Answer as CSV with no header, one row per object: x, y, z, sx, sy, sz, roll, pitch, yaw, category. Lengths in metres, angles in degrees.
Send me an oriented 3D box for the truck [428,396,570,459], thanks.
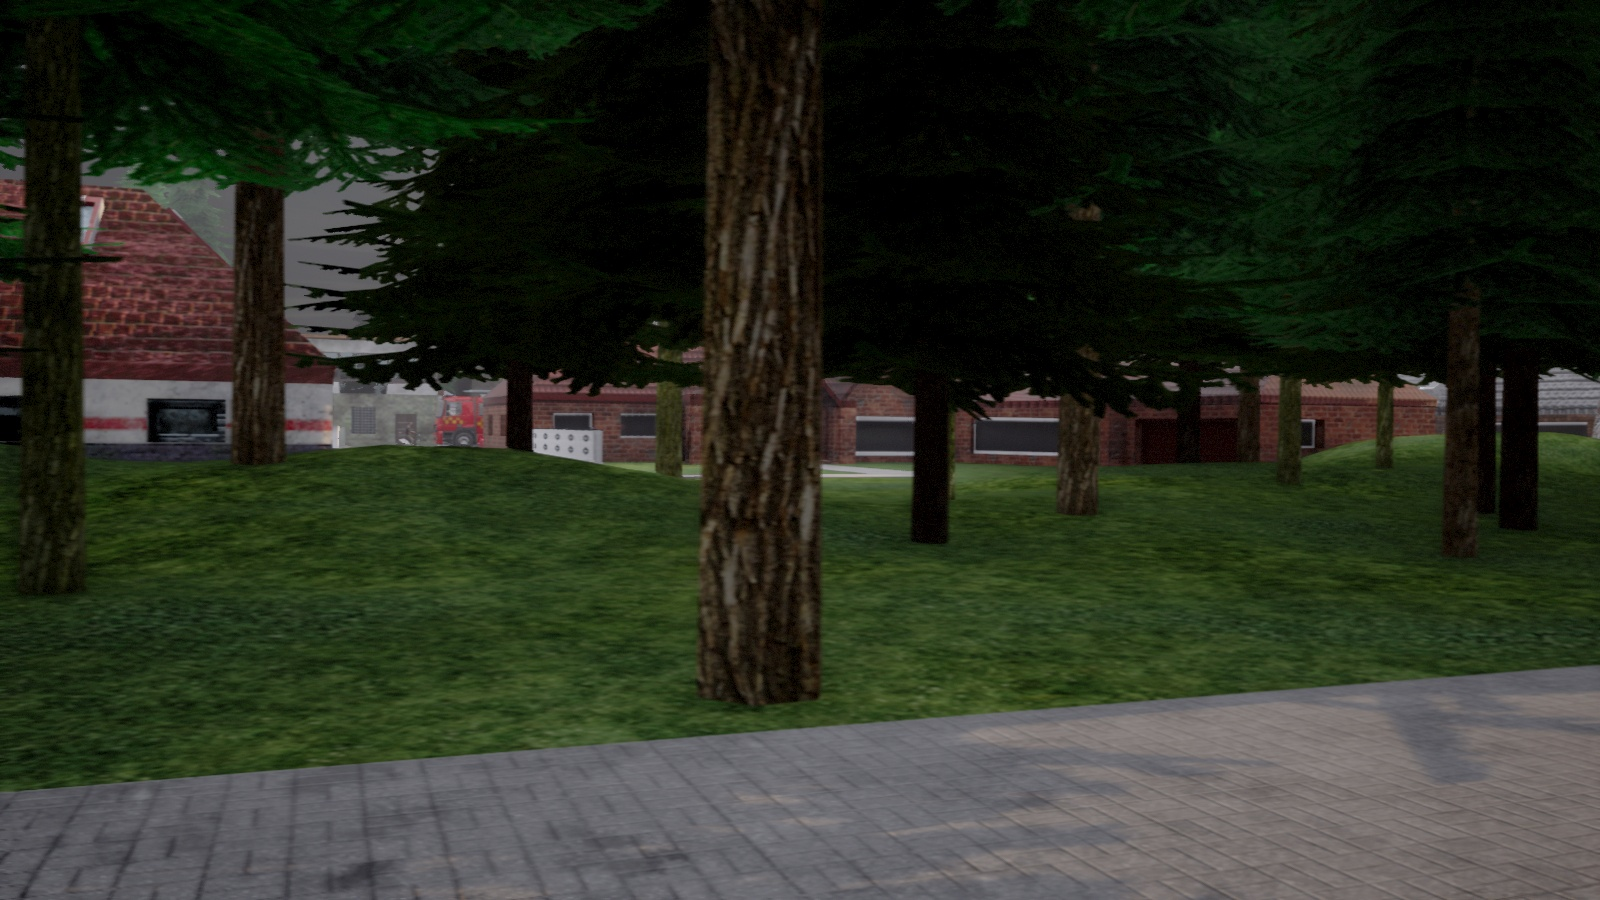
-19.170,-1.463,80.096,8.468,3.827,2.891,-1,1,-21,truck
